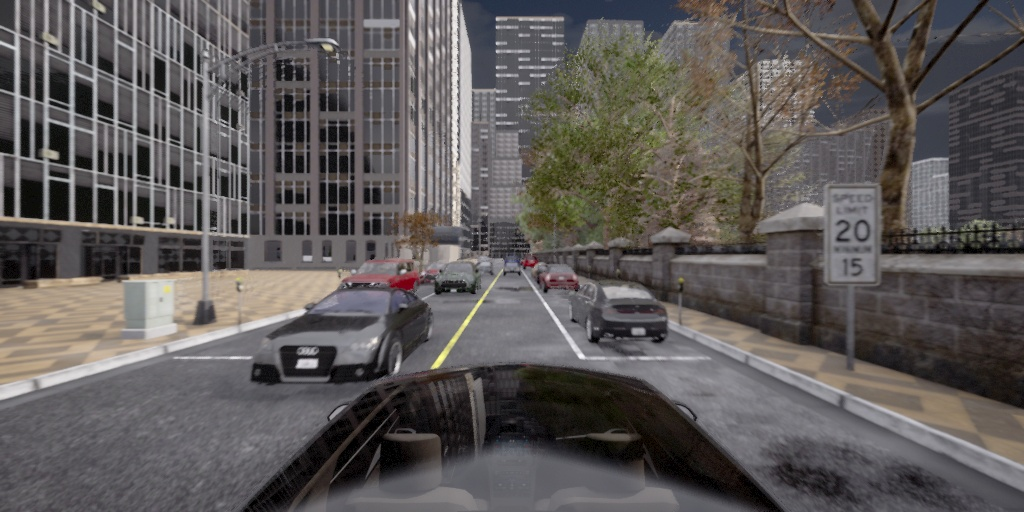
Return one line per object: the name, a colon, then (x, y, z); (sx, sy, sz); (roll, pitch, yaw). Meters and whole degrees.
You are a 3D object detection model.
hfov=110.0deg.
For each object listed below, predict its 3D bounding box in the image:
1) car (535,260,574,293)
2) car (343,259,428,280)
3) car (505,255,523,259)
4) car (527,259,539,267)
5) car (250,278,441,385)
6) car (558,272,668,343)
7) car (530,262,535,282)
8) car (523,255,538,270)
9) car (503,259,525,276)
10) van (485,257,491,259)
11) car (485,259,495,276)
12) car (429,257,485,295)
car: (2.569, 1.179, 20.553); (1.967, 1.591, 4.097); (0, 0, 0)
car: (-5.312, 1.058, 15.017); (2.192, 1.841, 5.009); (0, 0, 0)
car: (0.016, 0.942, 47.759); (2.150, 2.045, 5.566); (0, 0, 0)
car: (2.572, 1.257, 31.813); (1.751, 1.417, 4.829); (0, 0, 0)
car: (-2.848, 1.311, 6.985); (1.994, 1.385, 4.181); (0, 0, 0)
car: (2.567, 1.297, 9.462); (2.007, 1.370, 4.403); (0, 0, 0)
car: (2.571, 1.302, 26.098); (1.948, 1.339, 4.313); (0, 0, 0)
car: (2.761, 0.939, 52.731); (2.150, 2.045, 5.566); (0, 0, 0)
car: (0.008, 1.276, 36.567); (2.033, 1.411, 5.357); (0, 0, 0)
van: (-5.301, 1.042, 64.922); (1.690, 1.789, 3.998); (0, 0, 0)
car: (-2.788, 1.254, 36.267); (1.812, 1.442, 4.674); (0, 0, 0)
car: (-2.840, 1.092, 19.714); (2.097, 1.767, 4.553); (0, 0, 0)
